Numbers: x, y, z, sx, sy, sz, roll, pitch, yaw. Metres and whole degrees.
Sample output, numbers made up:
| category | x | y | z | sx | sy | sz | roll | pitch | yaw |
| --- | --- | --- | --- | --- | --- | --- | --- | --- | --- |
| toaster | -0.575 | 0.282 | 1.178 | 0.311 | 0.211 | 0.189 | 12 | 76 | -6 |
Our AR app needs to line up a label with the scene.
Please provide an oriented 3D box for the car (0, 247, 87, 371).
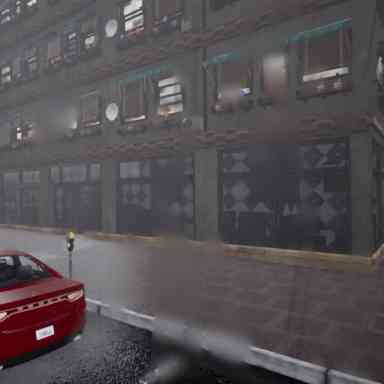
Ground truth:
| category | x | y | z | sx | sy | sz | roll | pitch | yaw |
| --- | --- | --- | --- | --- | --- | --- | --- | --- | --- |
| car | -3.569 | 1.546 | 5.274 | 4.507 | 1.381 | 1.887 | 0 | -1 | 35 |
